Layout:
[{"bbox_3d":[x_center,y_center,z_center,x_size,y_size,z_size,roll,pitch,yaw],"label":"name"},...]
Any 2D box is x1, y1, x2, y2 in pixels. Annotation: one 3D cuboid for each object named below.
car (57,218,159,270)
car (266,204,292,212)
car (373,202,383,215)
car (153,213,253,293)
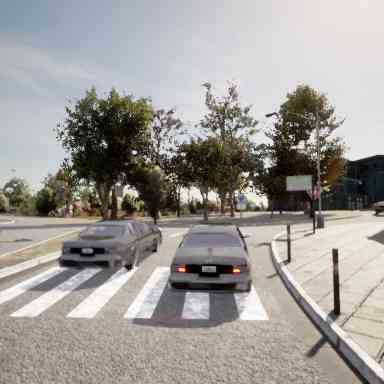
[{"bbox_3d":[-2.384,1.578,11.110,2.033,1.411,5.357,-1,0,7],"label":"car"},{"bbox_3d":[19.212,3.629,73.497,5.566,2.045,2.150,-4,-6,41],"label":"car"},{"bbox_3d":[23.219,1.966,40.284,1.837,1.490,4.892,-1,-2,28],"label":"car"},{"bbox_3d":[0.599,1.543,8.979,2.033,1.411,5.357,-1,0,6],"label":"car"}]
